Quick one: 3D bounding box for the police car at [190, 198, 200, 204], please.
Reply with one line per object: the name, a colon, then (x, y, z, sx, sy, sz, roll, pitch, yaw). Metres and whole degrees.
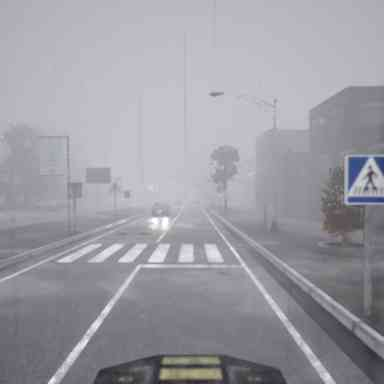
police car: (1.183, 2.532, 92.007, 1.930, 1.638, 5.238, 0, -1, 0)

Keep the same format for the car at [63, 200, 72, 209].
car: (-21.846, 2.019, 51.736, 4.892, 1.521, 2.231, 0, -1, 0)

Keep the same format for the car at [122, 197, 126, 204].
car: (-21.722, 2.581, 92.208, 5.008, 1.535, 2.097, 0, -1, 0)

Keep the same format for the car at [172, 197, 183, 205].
car: (-3.080, 2.369, 77.156, 1.895, 1.301, 4.718, 0, -1, 0)

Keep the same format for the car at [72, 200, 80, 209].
car: (-21.847, 2.061, 55.009, 5.008, 1.535, 2.097, 0, -1, 0)

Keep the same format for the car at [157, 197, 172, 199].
car: (-8.640, 2.536, 89.361, 4.892, 1.521, 2.231, 0, -1, 0)

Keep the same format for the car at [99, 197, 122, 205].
car: (-21.730, 2.487, 86.640, 5.008, 1.535, 2.097, 0, -1, 0)

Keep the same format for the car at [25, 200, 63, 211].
car: (-21.860, 2.014, 48.460, 4.674, 1.452, 2.002, 0, -1, 0)

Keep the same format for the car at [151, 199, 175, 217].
car: (-3.282, 1.856, 35.921, 2.128, 1.511, 4.902, 0, -1, 0)
